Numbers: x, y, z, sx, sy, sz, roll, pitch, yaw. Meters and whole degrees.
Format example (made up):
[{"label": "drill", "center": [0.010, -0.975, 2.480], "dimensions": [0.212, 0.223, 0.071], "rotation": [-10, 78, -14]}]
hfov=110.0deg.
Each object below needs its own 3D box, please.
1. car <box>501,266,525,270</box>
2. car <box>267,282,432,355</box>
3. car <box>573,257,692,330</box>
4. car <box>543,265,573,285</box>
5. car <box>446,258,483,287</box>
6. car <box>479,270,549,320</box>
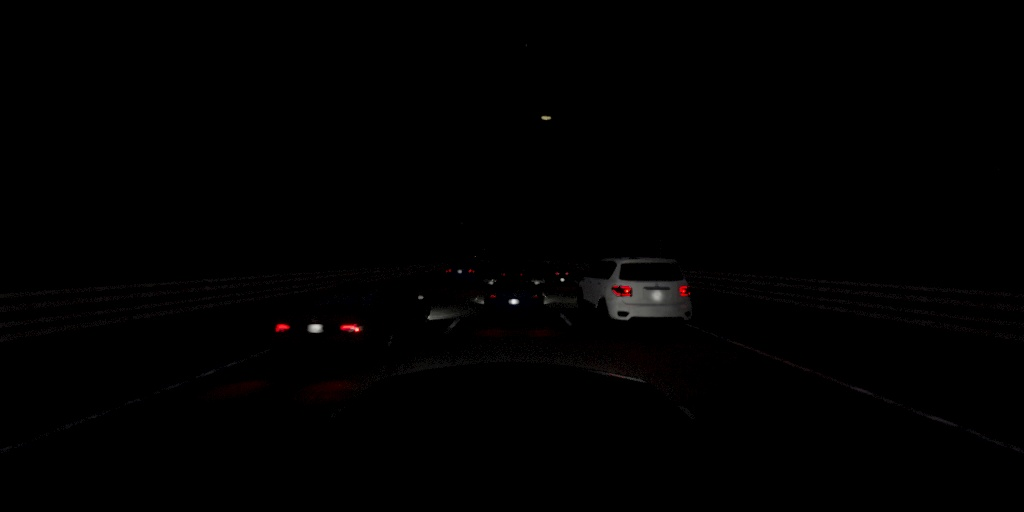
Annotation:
[{"label": "car", "center": [0.074, 1.475, 28.225], "dimensions": [1.994, 1.385, 4.181], "rotation": [0, 0, 0]}, {"label": "car", "center": [-3.455, 1.345, 8.847], "dimensions": [2.033, 1.411, 5.357], "rotation": [0, 0, 1]}, {"label": "car", "center": [3.564, 1.037, 11.458], "dimensions": [2.150, 2.045, 5.566], "rotation": [0, 0, 0]}, {"label": "car", "center": [3.569, 1.415, 27.640], "dimensions": [1.837, 1.490, 4.892], "rotation": [0, 0, 0]}, {"label": "car", "center": [-3.436, 1.125, 26.406], "dimensions": [2.150, 2.045, 5.566], "rotation": [0, 0, 0]}, {"label": "car", "center": [0.073, 1.388, 13.039], "dimensions": [1.994, 1.385, 4.181], "rotation": [0, 0, 0]}]
